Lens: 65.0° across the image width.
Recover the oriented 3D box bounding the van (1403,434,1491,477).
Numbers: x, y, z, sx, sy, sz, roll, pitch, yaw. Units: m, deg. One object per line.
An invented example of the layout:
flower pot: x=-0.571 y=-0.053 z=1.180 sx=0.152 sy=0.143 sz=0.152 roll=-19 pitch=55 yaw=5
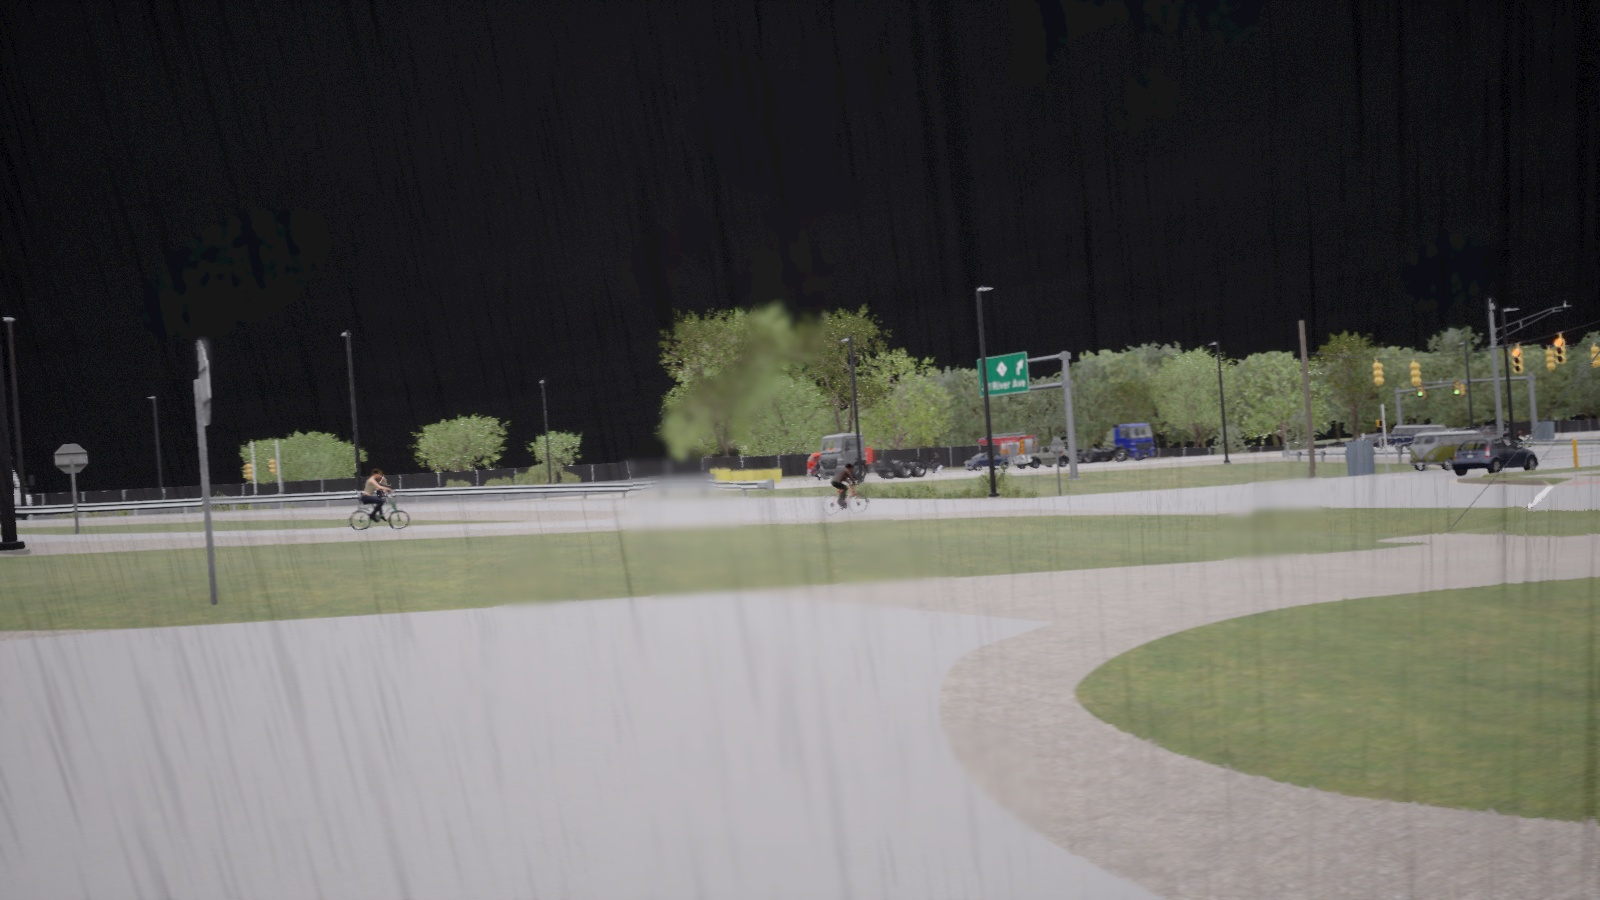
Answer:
van: x=32.994 y=0.274 z=64.019 sx=4.442 sy=1.987 sz=1.775 roll=-2 pitch=-1 yaw=-31

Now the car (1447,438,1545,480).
car: x=30.003 y=0.398 z=54.099 sx=3.988 sy=1.617 sz=1.851 roll=-2 pitch=-1 yaw=-31

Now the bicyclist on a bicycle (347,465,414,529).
bicyclist on a bicycle: x=-10.825 y=1.200 z=32.418 sx=1.509 sy=1.612 sz=0.866 roll=0 pitch=-2 yaw=-29

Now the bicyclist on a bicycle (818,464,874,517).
bicyclist on a bicycle: x=1.456 y=1.253 z=39.340 sx=1.656 sy=1.620 sz=0.582 roll=0 pitch=-1 yaw=-28

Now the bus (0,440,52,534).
bus: x=-40.462 y=1.912 z=57.715 sx=10.273 sy=4.253 sz=3.944 roll=-2 pitch=-1 yaw=-30

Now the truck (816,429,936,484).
truck: x=5.365 y=0.426 z=88.229 sx=7.936 sy=3.462 sz=2.891 roll=-2 pitch=-1 yaw=-30
